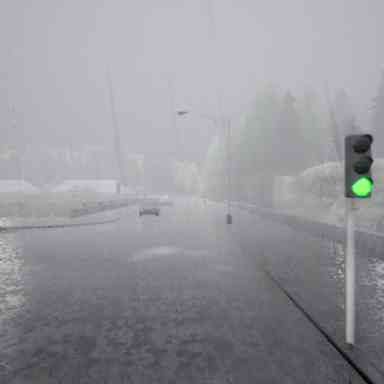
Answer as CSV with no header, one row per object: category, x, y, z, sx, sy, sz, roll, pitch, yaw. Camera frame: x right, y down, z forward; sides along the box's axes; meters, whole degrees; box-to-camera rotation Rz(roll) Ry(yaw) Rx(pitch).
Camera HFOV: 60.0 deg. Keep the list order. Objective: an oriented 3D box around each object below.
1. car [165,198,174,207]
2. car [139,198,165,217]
car,-3.986,1.630,52.488,1.812,1.442,4.674,0,0,0
car,-3.991,1.569,32.696,1.837,1.490,4.892,0,0,0
